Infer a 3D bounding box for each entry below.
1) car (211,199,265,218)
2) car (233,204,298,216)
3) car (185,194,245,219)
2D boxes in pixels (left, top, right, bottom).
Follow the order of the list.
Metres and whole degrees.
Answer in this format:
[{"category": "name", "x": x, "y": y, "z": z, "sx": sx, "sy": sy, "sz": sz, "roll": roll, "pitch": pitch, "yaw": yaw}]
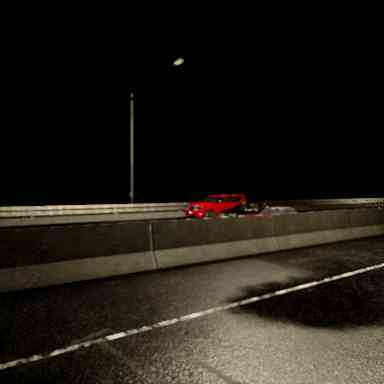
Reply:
[{"category": "car", "x": 4.054, "y": 1.495, "z": 24.086, "sx": 4.892, "sy": 1.490, "sz": 1.837, "roll": 0, "pitch": 0, "yaw": -36}, {"category": "car", "x": 5.075, "y": 1.592, "z": 20.517, "sx": 4.718, "sy": 1.301, "sz": 1.895, "roll": 0, "pitch": 0, "yaw": -36}, {"category": "car", "x": 2.139, "y": 1.212, "z": 27.021, "sx": 5.566, "sy": 2.045, "sz": 2.150, "roll": 0, "pitch": 0, "yaw": -36}]
